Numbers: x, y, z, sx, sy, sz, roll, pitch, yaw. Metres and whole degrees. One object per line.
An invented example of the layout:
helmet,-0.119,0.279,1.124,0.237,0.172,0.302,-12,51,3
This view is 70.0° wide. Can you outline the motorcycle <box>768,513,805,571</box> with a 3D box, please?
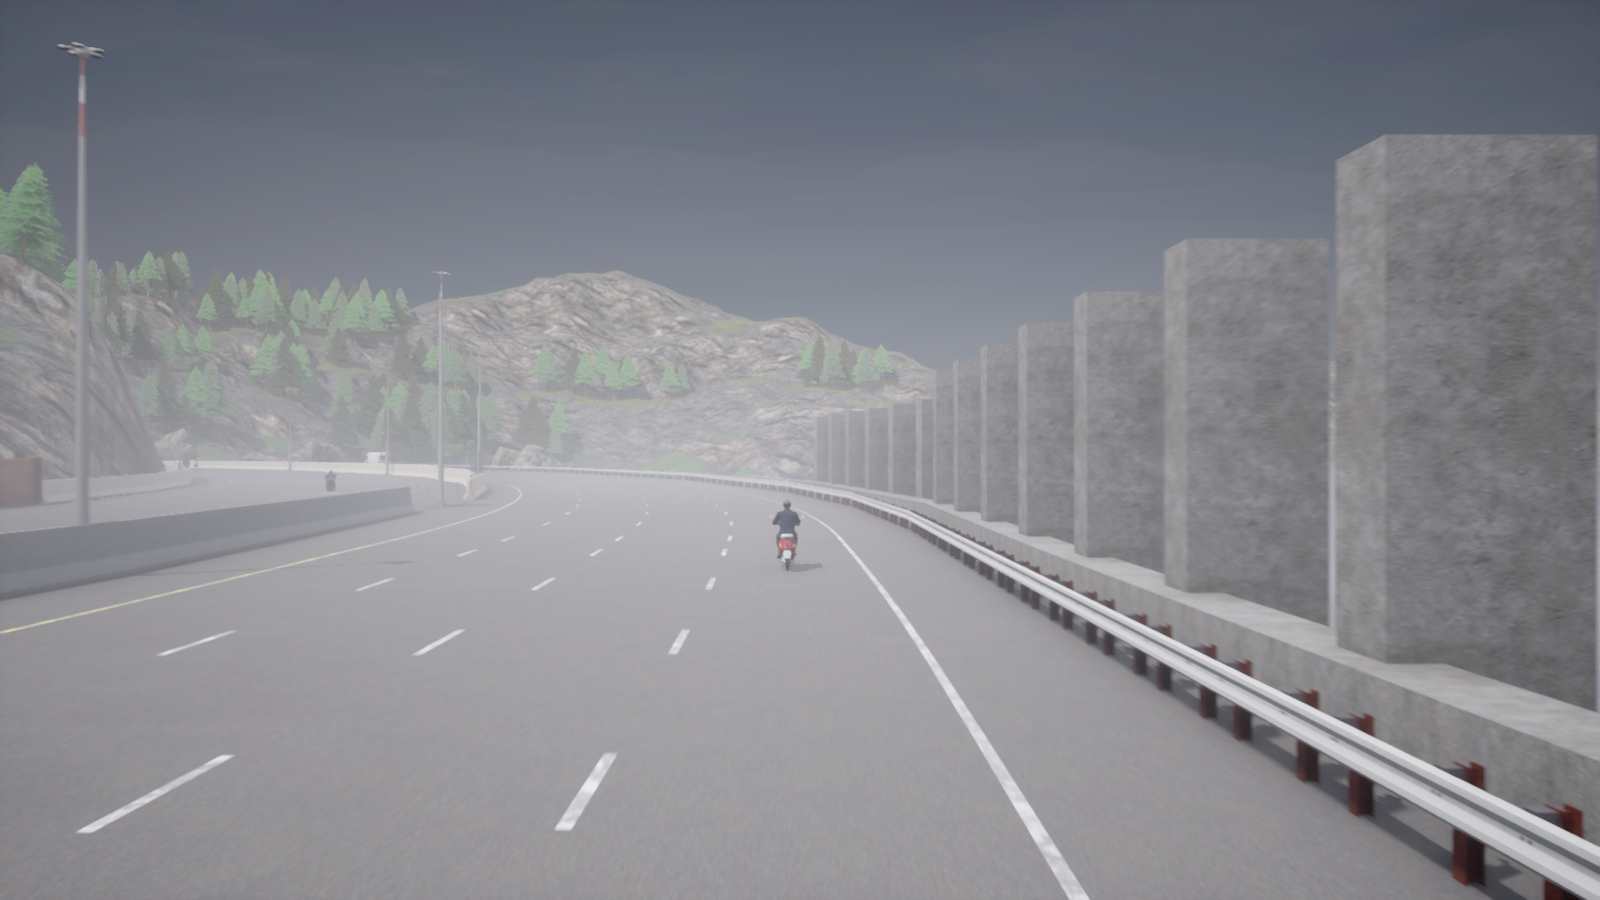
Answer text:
motorcycle,-0.317,2.188,27.352,0.856,1.236,1.805,0,0,-1
